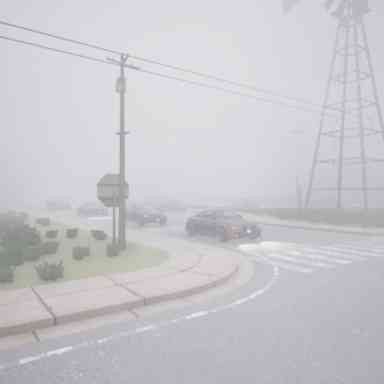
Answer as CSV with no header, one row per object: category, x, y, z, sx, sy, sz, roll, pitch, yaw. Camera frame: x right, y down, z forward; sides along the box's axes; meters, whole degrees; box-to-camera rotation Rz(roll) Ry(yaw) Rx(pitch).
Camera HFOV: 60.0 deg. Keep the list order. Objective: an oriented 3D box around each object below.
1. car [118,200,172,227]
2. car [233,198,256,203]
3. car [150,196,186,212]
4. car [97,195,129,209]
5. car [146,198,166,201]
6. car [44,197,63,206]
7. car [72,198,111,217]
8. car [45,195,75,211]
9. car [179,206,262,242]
car,-3.591,1.532,23.399,1.812,1.442,4.674,0,0,-37
car,7.071,1.540,44.317,3.905,1.438,1.784,0,0,-36
car,-2.601,1.517,35.751,4.193,1.474,1.816,0,0,-36
car,-11.028,1.324,46.291,3.866,1.878,1.905,0,0,-36
car,-4.595,1.573,30.940,1.994,1.385,4.181,0,0,-37
car,-23.486,1.572,56.415,1.994,1.385,4.181,0,0,-37
car,-9.317,1.569,31.119,1.994,1.385,4.181,0,0,-36
car,-16.200,1.484,40.427,1.882,1.535,5.008,0,0,-36
car,1.430,1.570,16.411,1.994,1.385,4.181,0,0,-34
